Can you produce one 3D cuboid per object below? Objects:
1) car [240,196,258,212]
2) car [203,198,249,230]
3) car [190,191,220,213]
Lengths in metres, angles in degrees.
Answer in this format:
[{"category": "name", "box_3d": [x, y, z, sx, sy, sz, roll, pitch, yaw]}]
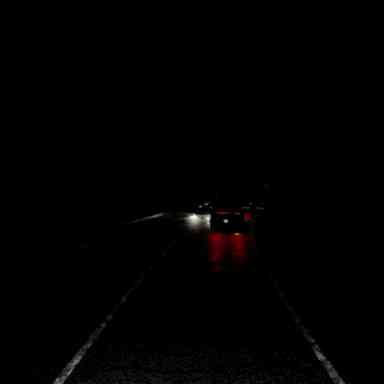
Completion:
[{"category": "car", "box_3d": [5.892, 1.244, 35.771, 1.837, 1.490, 4.892, 2, 2, 16]}, {"category": "car", "box_3d": [2.226, 1.349, 20.282, 2.128, 1.511, 4.902, 1, 0, 10]}, {"category": "car", "box_3d": [1.465, 0.953, 32.569, 2.150, 2.045, 5.566, 2, 0, 15]}]
